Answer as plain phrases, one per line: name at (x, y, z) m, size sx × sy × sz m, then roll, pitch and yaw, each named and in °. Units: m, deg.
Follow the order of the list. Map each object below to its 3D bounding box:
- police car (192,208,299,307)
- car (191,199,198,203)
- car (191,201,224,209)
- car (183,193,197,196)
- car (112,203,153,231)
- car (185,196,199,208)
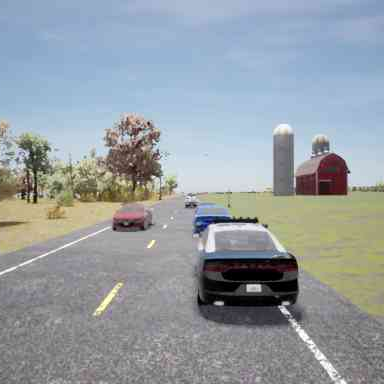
police car at (1.048, 1.426, 8.217) m, size 1.930 × 1.638 × 5.238 m, roll 0°, pitch 0°, yaw 0°
car at (1.044, 1.504, 24.108) m, size 1.837 × 1.490 × 4.892 m, roll 0°, pitch 0°, yaw 0°
car at (1.046, 1.478, 18.107) m, size 1.882 × 1.535 × 5.008 m, roll 0°, pitch 0°, yaw 0°
car at (-0.011, 1.202, 59.451) m, size 2.150 × 2.045 × 5.566 m, roll 0°, pitch 0°, yaw 0°
car at (-3.605, 1.477, 20.737) m, size 1.882 × 1.535 × 5.008 m, roll 0°, pitch 0°, yaw 0°
car at (0.011, 1.589, 47.509) m, size 1.895 × 1.301 × 4.718 m, roll 0°, pitch 0°, yaw 1°
